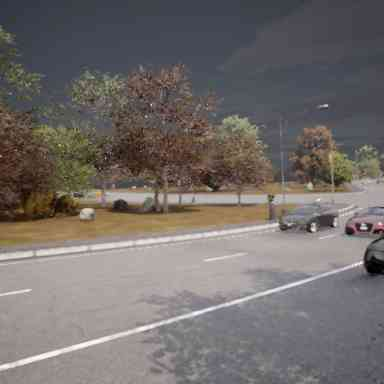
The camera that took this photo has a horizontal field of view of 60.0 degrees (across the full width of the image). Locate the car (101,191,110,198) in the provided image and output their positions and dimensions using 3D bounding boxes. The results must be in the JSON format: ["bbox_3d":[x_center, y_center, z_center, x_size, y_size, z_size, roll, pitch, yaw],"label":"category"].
[{"bbox_3d":[-18.206,0.249,64.531,5.008,1.535,1.882,1,4,26],"label":"car"}]

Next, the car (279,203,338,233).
[{"bbox_3d":[6.868,1.449,19.296,4.892,1.490,1.837,-1,0,-45],"label":"car"}]

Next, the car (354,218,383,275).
[{"bbox_3d":[6.510,1.523,9.243,4.181,1.385,1.994,-1,0,-40],"label":"car"}]

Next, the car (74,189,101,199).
[{"bbox_3d":[-19.740,0.496,61.395,4.674,1.442,1.812,1,4,26],"label":"car"}]

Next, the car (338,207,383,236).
[{"bbox_3d":[9.437,1.464,16.936,4.181,1.385,1.994,-2,0,-45],"label":"car"}]
